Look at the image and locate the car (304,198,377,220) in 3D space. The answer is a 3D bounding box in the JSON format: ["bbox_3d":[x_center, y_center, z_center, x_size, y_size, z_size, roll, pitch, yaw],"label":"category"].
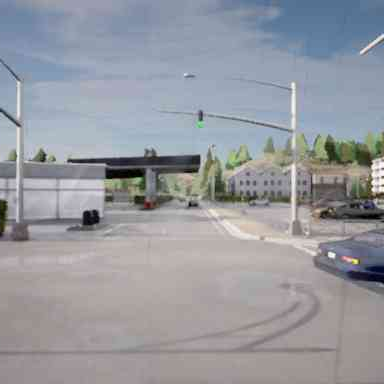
[{"bbox_3d":[12.988,1.622,29.360,5.027,1.636,2.152,0,-1,0],"label":"car"}]

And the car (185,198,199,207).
[{"bbox_3d":[0.209,2.112,63.446,2.128,1.511,4.902,0,-1,0],"label":"car"}]

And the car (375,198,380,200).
[{"bbox_3d":[20.612,1.730,41.237,3.633,1.501,1.845,0,-1,0],"label":"car"}]

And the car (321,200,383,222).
[{"bbox_3d":[13.054,1.601,26.224,4.514,1.523,2.007,0,-1,0],"label":"car"}]

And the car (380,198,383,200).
[{"bbox_3d":[38.319,1.899,67.039,3.806,1.475,1.970,0,-1,0],"label":"car"}]

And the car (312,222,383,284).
[{"bbox_3d":[5.999,1.636,8.712,5.357,1.411,2.033,0,-1,-8],"label":"car"}]

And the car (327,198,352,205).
[{"bbox_3d":[31.254,1.998,70.672,4.514,1.523,2.007,0,-1,0],"label":"car"}]

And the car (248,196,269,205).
[{"bbox_3d":[13.391,1.736,66.945,3.866,1.878,1.905,0,-1,0],"label":"car"}]

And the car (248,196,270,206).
[{"bbox_3d":[12.794,1.987,63.615,3.806,1.475,1.970,0,-1,0],"label":"car"}]

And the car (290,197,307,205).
[{"bbox_3d":[21.273,1.727,63.691,4.605,1.855,1.932,0,-1,0],"label":"car"}]
